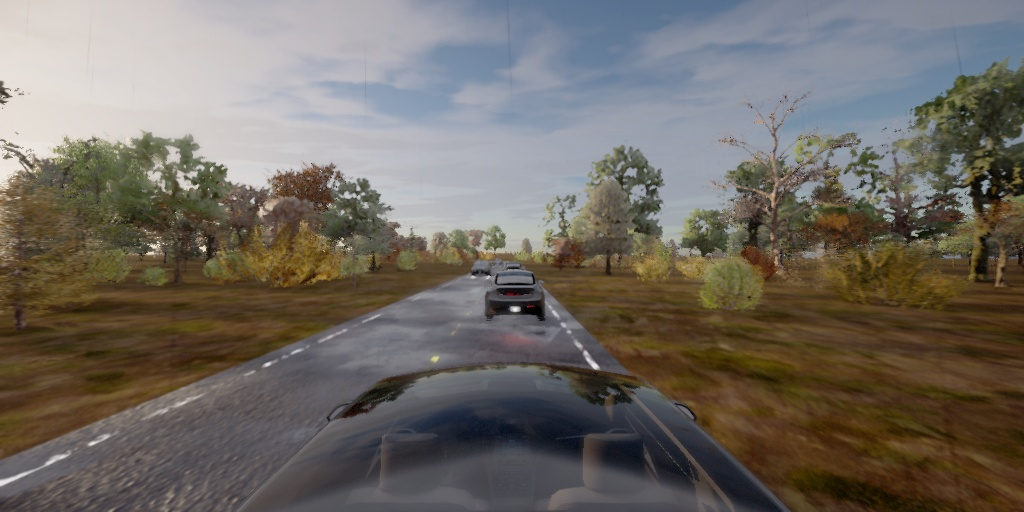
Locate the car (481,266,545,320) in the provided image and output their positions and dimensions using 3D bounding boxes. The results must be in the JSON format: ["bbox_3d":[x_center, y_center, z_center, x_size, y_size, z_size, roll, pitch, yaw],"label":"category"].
[{"bbox_3d":[0.095,1.257,12.569,1.837,1.490,4.892,0,0,0],"label":"car"}]

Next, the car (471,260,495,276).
[{"bbox_3d":[-3.087,1.272,36.873,1.837,1.490,4.892,0,0,0],"label":"car"}]

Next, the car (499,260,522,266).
[{"bbox_3d":[0.102,1.265,30.668,1.837,1.490,4.892,0,0,0],"label":"car"}]
